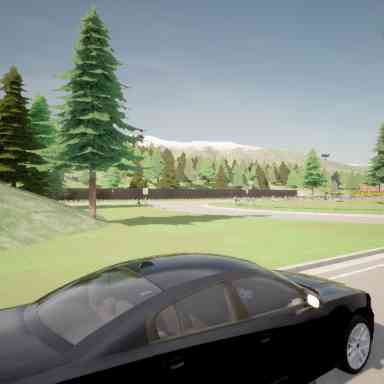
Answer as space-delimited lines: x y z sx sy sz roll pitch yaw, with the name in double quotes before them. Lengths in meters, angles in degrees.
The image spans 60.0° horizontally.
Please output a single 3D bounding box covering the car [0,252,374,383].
"car" 0.212 1.478 3.905 5.008 1.535 1.882 0 0 -36
